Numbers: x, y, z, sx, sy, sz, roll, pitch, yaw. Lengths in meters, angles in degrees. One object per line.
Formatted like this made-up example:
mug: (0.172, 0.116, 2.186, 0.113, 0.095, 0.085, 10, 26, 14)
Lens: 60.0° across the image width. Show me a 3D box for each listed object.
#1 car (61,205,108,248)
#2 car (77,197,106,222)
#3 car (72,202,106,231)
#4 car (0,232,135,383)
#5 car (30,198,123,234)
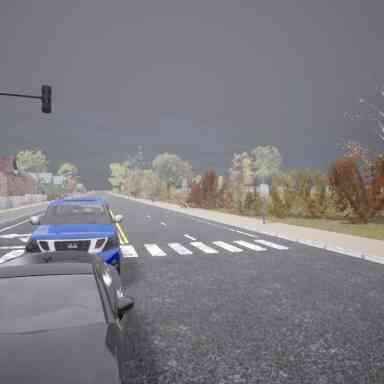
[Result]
car: (-5.045, 1.498, 16.016, 1.837, 1.490, 4.892, 0, 0, -15)
car: (-8.219, 1.337, 27.482, 2.097, 1.767, 4.553, 0, 0, -16)
car: (-6.636, 1.468, 21.755, 1.882, 1.535, 5.008, 0, 0, -16)
car: (-1.700, 1.524, 3.868, 1.812, 1.442, 4.674, 0, 0, -13)
car: (-3.364, 1.218, 9.951, 2.150, 2.045, 5.566, 0, 0, -15)
